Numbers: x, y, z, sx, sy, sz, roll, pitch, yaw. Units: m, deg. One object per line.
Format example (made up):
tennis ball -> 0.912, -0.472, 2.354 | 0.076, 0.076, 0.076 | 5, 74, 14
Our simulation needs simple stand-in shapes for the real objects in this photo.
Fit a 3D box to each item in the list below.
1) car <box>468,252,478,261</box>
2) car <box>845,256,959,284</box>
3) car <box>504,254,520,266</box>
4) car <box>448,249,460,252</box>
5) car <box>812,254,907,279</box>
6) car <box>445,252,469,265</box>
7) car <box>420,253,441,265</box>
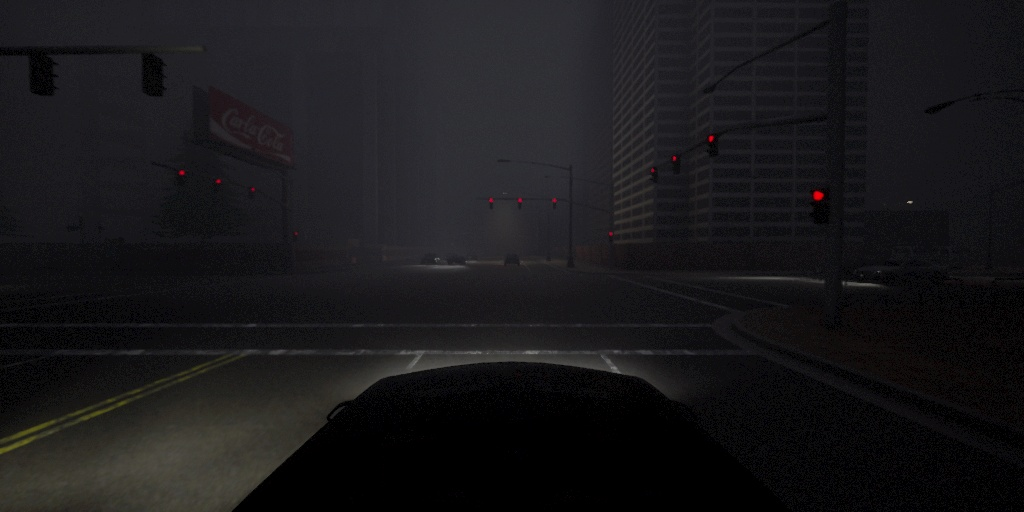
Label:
car -> -7.149, 0.057, 63.709 | 2.128, 1.511, 4.902 | 0, 1, 0
car -> 23.471, 0.897, 21.705 | 4.674, 1.442, 1.812 | 0, 1, -1
car -> -0.003, 0.453, 44.786 | 1.812, 1.442, 4.674 | 0, 1, 0
car -> -10.648, 0.045, 63.538 | 1.882, 1.535, 5.008 | 0, 1, 0
car -> 24.002, 0.795, 25.220 | 4.902, 1.511, 2.128 | 0, 1, 0
car -> -7.163, 0.494, 46.503 | 1.895, 1.301, 4.718 | 0, 1, 0
car -> -10.662, 0.388, 47.066 | 1.837, 1.490, 4.892 | 0, 1, 0
